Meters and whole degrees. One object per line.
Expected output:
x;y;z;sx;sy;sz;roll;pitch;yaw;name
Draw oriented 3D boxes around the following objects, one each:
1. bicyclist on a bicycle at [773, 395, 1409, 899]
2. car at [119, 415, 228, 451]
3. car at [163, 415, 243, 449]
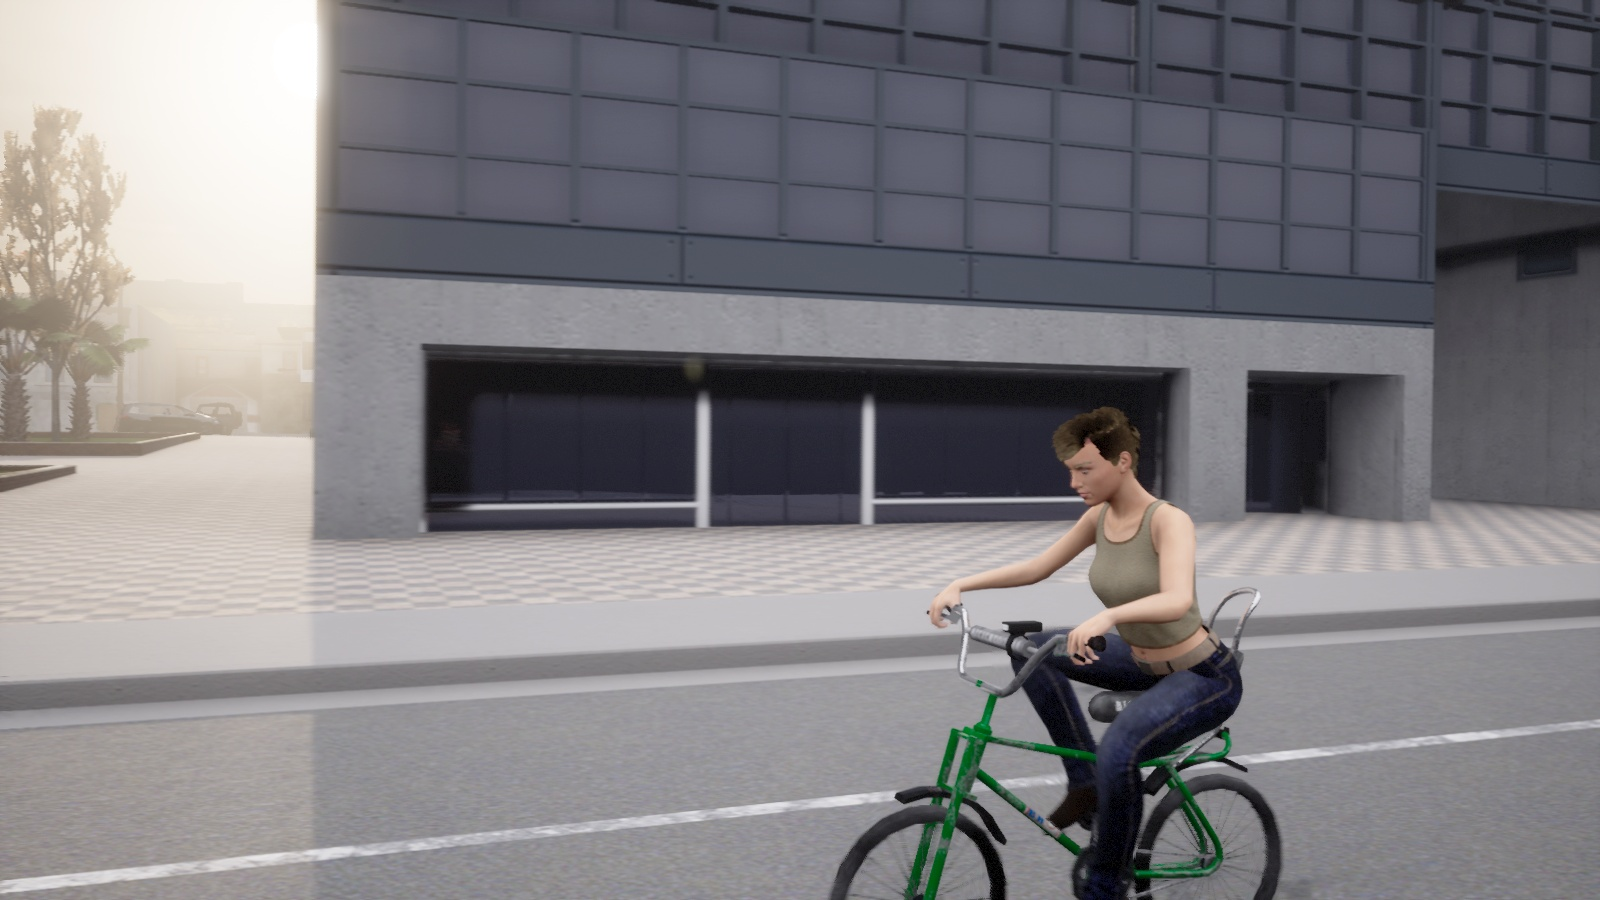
0.792;0.668;3.544;1.509;1.612;0.866;-1;1;-21;bicyclist on a bicycle
-30.303;-0.843;60.779;4.611;1.667;2.242;-1;1;-28;car
-33.479;-1.014;70.482;3.866;1.878;1.905;-1;1;-20;car
